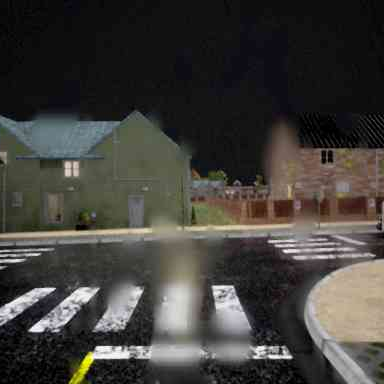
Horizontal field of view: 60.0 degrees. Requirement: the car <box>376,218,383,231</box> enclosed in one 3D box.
[{"bbox_3d":[10.720,1.109,13.845,5.357,1.411,2.033,-2,0,-1],"label":"car"}]
